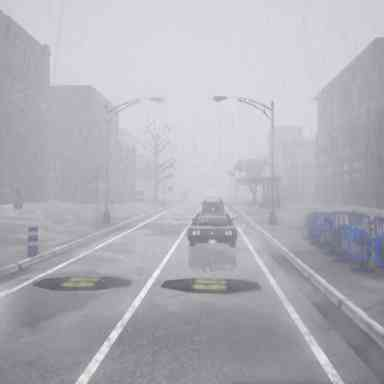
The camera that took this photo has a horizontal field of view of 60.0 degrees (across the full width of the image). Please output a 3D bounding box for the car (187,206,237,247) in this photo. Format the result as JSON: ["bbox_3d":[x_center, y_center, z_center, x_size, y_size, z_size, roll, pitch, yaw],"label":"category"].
[{"bbox_3d":[0.898,1.527,14.573,1.895,1.301,4.718,0,1,4],"label":"car"}]

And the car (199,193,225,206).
[{"bbox_3d":[1.860,1.168,29.511,1.882,1.535,5.008,0,1,4],"label":"car"}]

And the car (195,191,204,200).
[{"bbox_3d":[1.841,0.721,75.852,2.150,2.045,5.566,0,0,4],"label":"car"}]
